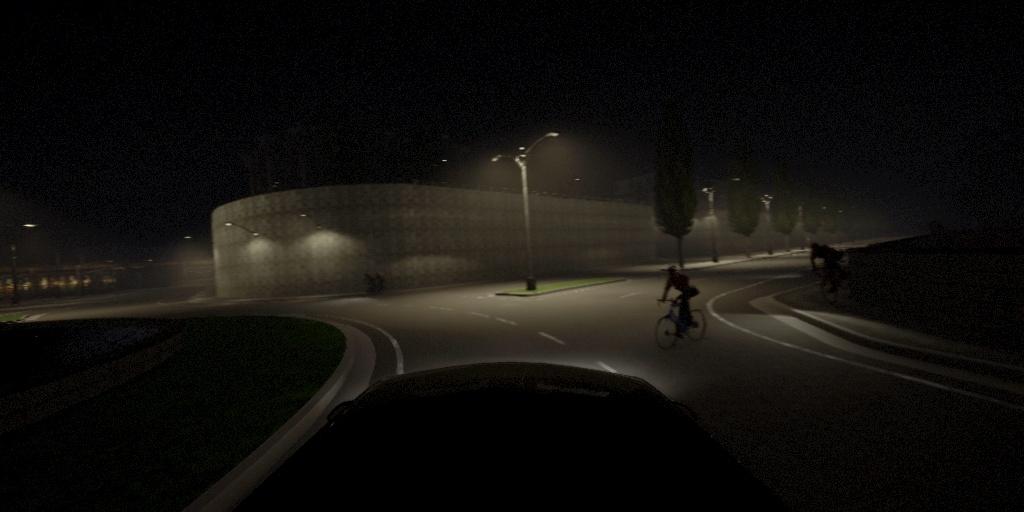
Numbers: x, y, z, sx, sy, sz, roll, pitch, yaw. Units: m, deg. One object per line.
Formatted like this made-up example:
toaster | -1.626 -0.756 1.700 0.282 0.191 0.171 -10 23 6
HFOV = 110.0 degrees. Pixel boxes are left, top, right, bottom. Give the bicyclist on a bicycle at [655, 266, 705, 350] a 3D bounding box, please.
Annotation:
bicyclist on a bicycle | 3.416 1.016 7.289 1.656 1.620 0.582 -4 0 -31

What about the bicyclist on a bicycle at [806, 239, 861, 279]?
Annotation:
bicyclist on a bicycle | 15.602 0.181 17.476 0.582 1.620 1.656 -3 -10 -21

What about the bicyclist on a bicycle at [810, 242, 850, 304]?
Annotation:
bicyclist on a bicycle | 8.586 0.337 9.721 1.656 1.620 0.582 -24 -1 -28

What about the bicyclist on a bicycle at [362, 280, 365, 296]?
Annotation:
bicyclist on a bicycle | -10.566 2.051 26.562 0.582 1.620 1.656 -4 6 19

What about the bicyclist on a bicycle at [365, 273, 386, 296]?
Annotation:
bicyclist on a bicycle | -9.887 2.047 26.622 0.582 1.620 1.656 5 8 21
